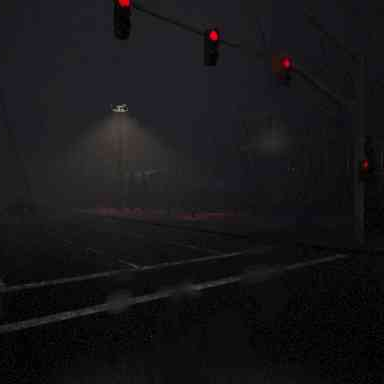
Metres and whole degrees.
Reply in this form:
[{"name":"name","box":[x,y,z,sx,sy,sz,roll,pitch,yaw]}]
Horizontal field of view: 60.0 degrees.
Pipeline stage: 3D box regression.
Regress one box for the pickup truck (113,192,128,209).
[{"name":"pickup truck","box":[-8.918,1.059,43.739,2.390,2.098,6.274,0,0,-7]}]

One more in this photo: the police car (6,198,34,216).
[{"name":"police car","box":[-17.021,1.425,32.761,1.930,1.638,5.238,0,0,-38]}]
